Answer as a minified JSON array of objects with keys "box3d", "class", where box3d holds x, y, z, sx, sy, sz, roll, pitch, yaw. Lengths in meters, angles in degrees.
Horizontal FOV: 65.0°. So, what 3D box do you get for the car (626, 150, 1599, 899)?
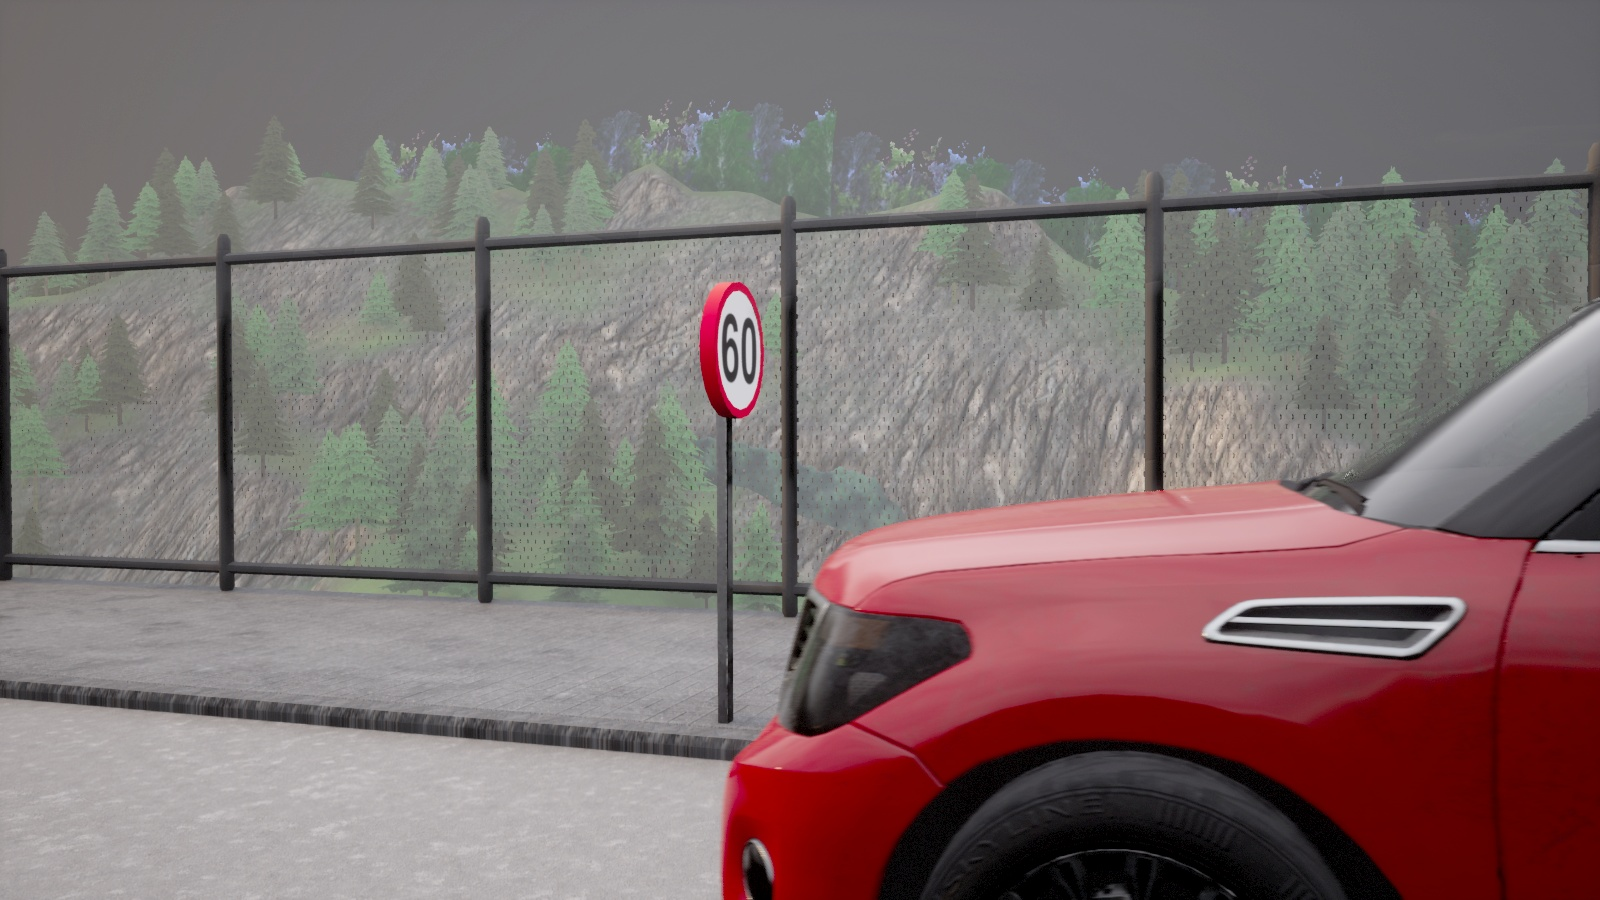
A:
[{"box3d":[2.607,0.510,2.846,5.566,2.045,2.150,1,1,18],"class":"car"}]
